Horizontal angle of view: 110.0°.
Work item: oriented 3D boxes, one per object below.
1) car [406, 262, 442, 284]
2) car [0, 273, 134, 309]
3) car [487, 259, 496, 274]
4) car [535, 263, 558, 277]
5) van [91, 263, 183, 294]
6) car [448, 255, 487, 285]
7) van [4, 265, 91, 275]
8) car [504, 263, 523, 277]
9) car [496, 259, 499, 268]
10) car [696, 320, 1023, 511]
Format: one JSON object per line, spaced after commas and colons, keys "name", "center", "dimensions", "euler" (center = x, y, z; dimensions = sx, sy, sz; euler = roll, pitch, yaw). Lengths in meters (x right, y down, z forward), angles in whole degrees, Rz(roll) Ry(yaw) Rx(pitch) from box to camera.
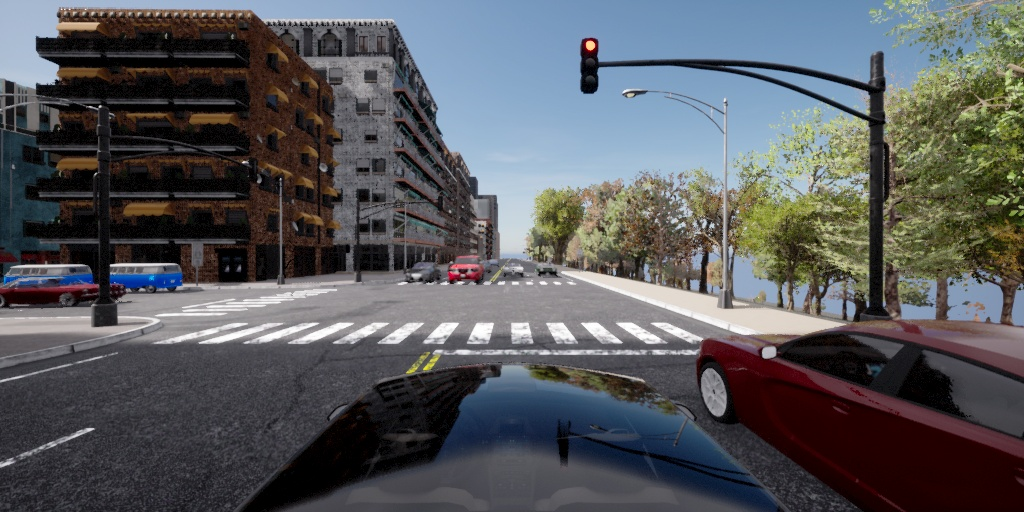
{"name": "car", "center": [-6.576, 1.250, 27.126], "dimensions": [2.128, 1.511, 4.902], "euler": [0, 0, 0]}
{"name": "car", "center": [-20.647, 1.607, 16.257], "dimensions": [4.718, 1.301, 1.895], "euler": [-1, 0, -1]}
{"name": "car", "center": [-3.315, 1.246, 40.947], "dimensions": [2.128, 1.511, 4.902], "euler": [0, 0, 0]}
{"name": "car", "center": [3.382, 1.354, 36.019], "dimensions": [1.895, 1.301, 4.718], "euler": [0, 0, 0]}
{"name": "van", "center": [-22.701, 1.351, 22.024], "dimensions": [3.998, 1.789, 1.690], "euler": [0, 0, -1]}
{"name": "car", "center": [-3.333, 0.981, 27.087], "dimensions": [2.150, 2.045, 5.566], "euler": [0, 0, 0]}
{"name": "van", "center": [-28.302, 1.425, 21.953], "dimensions": [3.998, 1.789, 1.690], "euler": [0, 0, -1]}
{"name": "car", "center": [0.132, 1.354, 36.045], "dimensions": [1.895, 1.301, 4.718], "euler": [0, 0, 0]}
{"name": "car", "center": [-3.247, 1.295, 63.005], "dimensions": [1.812, 1.442, 4.674], "euler": [0, 0, 1]}
{"name": "car", "center": [3.350, 1.228, 2.719], "dimensions": [1.882, 1.535, 5.008], "euler": [0, 0, 0]}
